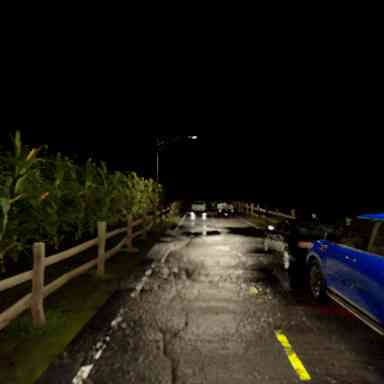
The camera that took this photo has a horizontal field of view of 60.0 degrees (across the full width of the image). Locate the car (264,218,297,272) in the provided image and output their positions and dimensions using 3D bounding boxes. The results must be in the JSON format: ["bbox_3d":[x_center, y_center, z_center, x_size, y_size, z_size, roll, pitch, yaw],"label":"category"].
[{"bbox_3d":[3.755,1.613,11.292,1.882,1.535,5.008,1,0,1],"label":"car"}]

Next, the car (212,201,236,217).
[{"bbox_3d":[3.469,1.926,35.252,1.895,1.301,4.718,1,-1,2],"label":"car"}]

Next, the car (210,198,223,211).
[{"bbox_3d":[3.682,1.792,47.459,2.097,1.767,4.553,1,-1,1],"label":"car"}]

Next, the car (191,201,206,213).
[{"bbox_3d":[0.841,1.886,43.300,1.812,1.442,4.674,1,-1,1],"label":"car"}]

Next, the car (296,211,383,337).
[{"bbox_3d":[3.635,1.316,5.326,2.150,2.045,5.566,1,0,1],"label":"car"}]
